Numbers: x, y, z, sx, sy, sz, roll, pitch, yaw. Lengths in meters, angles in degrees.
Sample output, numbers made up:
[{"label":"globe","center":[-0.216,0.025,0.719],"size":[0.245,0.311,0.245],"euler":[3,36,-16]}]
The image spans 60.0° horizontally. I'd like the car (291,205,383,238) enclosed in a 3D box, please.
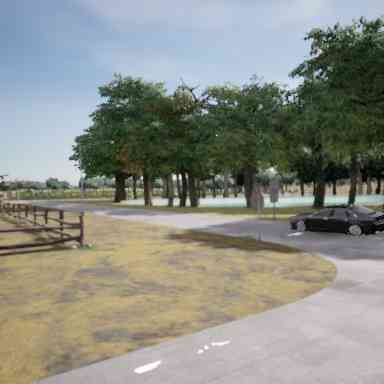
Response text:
[{"label":"car","center":[7.635,1.471,17.759],"size":[1.837,1.490,4.892],"euler":[-10,6,-41]}]
